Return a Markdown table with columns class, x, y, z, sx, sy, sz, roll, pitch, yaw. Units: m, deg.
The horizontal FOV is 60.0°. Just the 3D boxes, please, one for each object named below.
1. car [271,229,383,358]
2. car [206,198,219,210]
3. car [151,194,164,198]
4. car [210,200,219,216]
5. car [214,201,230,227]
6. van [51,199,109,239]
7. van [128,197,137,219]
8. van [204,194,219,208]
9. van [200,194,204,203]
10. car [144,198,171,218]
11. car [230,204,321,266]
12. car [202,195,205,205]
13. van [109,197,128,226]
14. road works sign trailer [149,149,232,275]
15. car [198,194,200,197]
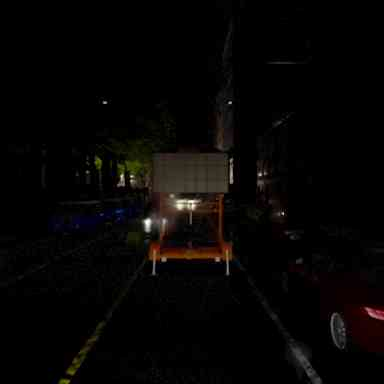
| class | x | y | z | sx | sy | sz | roll | pitch | yaw |
| --- | --- | --- | --- | --- | --- | --- | --- | --- | --- |
| car | 2.835 | 1.585 | 5.792 | 1.802 | 1.307 | 4.206 | 0 | 0 | 0 |
| car | 2.730 | 1.579 | 34.095 | 1.802 | 1.307 | 4.206 | 0 | 0 | 0 |
| car | -5.880 | 1.289 | 56.664 | 2.192 | 1.841 | 5.009 | 0 | 0 | 0 |
| car | 2.751 | 1.582 | 28.434 | 1.802 | 1.307 | 4.206 | 0 | 0 | 0 |
| car | 2.772 | 1.548 | 22.774 | 1.887 | 1.381 | 4.507 | 0 | 0 | 0 |
| van | -5.732 | 1.345 | 17.059 | 1.690 | 1.788 | 3.998 | 0 | 0 | 0 |
| van | -5.775 | 1.342 | 28.375 | 1.690 | 1.788 | 3.998 | 0 | 0 | 0 |
| van | 2.708 | 1.334 | 39.755 | 1.690 | 1.788 | 3.998 | 0 | 0 | 0 |
| van | 2.645 | 1.315 | 56.736 | 1.690 | 1.788 | 3.998 | 0 | 0 | 0 |
| car | -3.110 | 1.547 | 29.989 | 2.033 | 1.411 | 5.357 | 0 | 0 | 0 |
| car | 2.813 | 1.319 | 11.453 | 2.192 | 1.841 | 5.009 | 0 | 0 | 0 |
| car | 2.687 | 1.532 | 45.416 | 1.887 | 1.381 | 4.507 | 0 | 0 | 0 |
| van | -5.754 | 1.344 | 22.716 | 1.690 | 1.788 | 3.998 | 0 | 0 | 0 |
| road works sign trailer | -0.037 | 0.468 | 10.396 | 2.380 | 3.560 | 2.880 | 0 | 0 | 0 |
| car | 2.624 | 1.532 | 62.397 | 1.947 | 1.339 | 4.313 | 0 | 0 | 0 |
